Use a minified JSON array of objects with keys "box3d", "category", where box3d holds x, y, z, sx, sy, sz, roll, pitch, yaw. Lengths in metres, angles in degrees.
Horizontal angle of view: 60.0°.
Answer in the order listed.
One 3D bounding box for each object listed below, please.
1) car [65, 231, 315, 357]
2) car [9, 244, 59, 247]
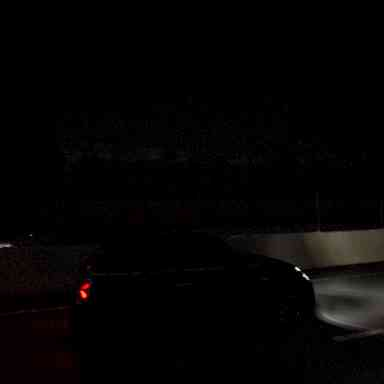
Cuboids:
[{"box3d":[0.051,1.582,6.420,4.553,1.767,2.097,0,-2,-20],"category":"car"},{"box3d":[-4.303,1.994,12.501,4.892,1.490,1.837,0,-2,-20],"category":"car"}]
